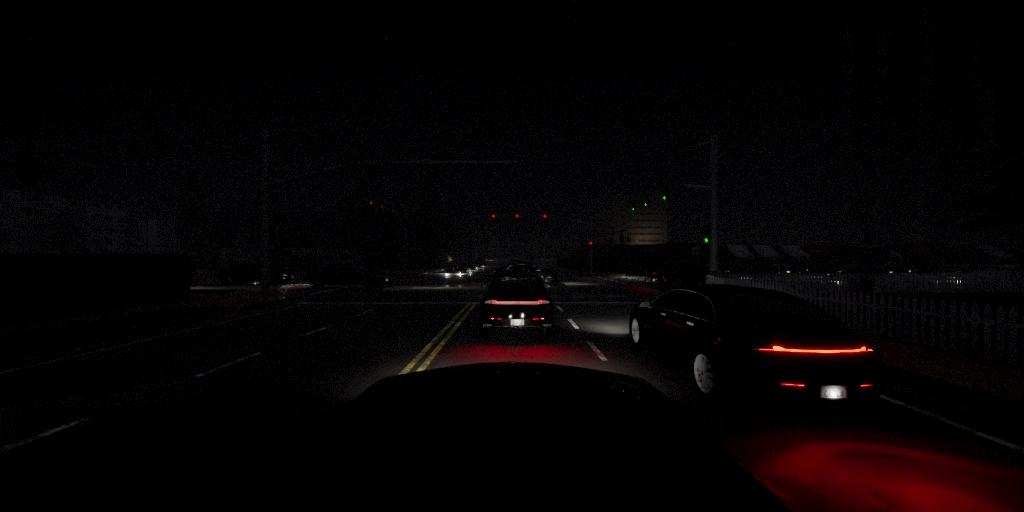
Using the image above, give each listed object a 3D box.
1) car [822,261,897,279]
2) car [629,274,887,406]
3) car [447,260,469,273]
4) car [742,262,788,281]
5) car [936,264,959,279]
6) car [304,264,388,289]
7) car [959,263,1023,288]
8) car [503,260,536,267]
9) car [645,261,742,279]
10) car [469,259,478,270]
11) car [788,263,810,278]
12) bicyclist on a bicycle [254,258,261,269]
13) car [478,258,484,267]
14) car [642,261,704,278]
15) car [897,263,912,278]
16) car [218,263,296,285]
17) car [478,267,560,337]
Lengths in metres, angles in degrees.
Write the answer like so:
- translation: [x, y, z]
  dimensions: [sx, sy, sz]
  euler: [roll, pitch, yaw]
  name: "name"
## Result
- translation: [28.890, 1.276, 30.144]
  dimensions: [4.674, 1.442, 1.812]
  euler: [0, 0, -1]
  name: "car"
- translation: [3.589, 1.255, 6.383]
  dimensions: [1.837, 1.490, 4.892]
  euler: [0, 0, 1]
  name: "car"
- translation: [-6.823, 1.255, 44.317]
  dimensions: [1.837, 1.490, 4.892]
  euler: [0, 0, 0]
  name: "car"
- translation: [19.629, 1.241, 29.981]
  dimensions: [4.902, 1.511, 2.128]
  euler: [0, 0, -1]
  name: "car"
- translation: [38.889, 1.276, 30.322]
  dimensions: [4.674, 1.442, 1.812]
  euler: [0, 0, -1]
  name: "car"
- translation: [-10.331, 1.242, 22.499]
  dimensions: [4.902, 1.511, 2.128]
  euler: [0, 0, -2]
  name: "car"
- translation: [32.270, 1.275, 23.015]
  dimensions: [4.674, 1.442, 1.812]
  euler: [0, 0, -1]
  name: "car"
- translation: [1.050, 1.255, 26.053]
  dimensions: [4.892, 1.490, 1.837]
  euler: [0, 0, 0]
  name: "car"
- translation: [11.369, 1.255, 22.647]
  dimensions: [4.892, 1.490, 1.837]
  euler: [0, 0, -1]
  name: "car"
- translation: [-6.751, 1.275, 54.140]
  dimensions: [1.812, 1.442, 4.674]
  euler: [0, 0, 1]
  name: "car"
- translation: [24.675, 1.297, 33.576]
  dimensions: [5.357, 1.411, 2.033]
  euler: [0, 0, -1]
  name: "car"
- translation: [-26.157, 1.051, 36.812]
  dimensions: [0.582, 1.620, 1.656]
  euler: [0, 0, -3]
  name: "bicyclist on a bicycle"
- translation: [-6.643, 1.314, 64.183]
  dimensions: [1.994, 1.385, 4.181]
  euler: [0, 0, 1]
  name: "car"
- translation: [14.936, 1.255, 33.460]
  dimensions: [4.892, 1.490, 1.837]
  euler: [0, 0, 1]
  name: "car"
- translation: [34.499, 1.241, 33.751]
  dimensions: [4.902, 1.511, 2.128]
  euler: [0, 0, -1]
  name: "car"
- translation: [-18.217, 1.255, 25.741]
  dimensions: [4.892, 1.490, 1.837]
  euler: [0, 0, -2]
  name: "car"
- translation: [0.134, 1.241, 10.289]
  dimensions: [2.128, 1.511, 4.902]
  euler: [0, 0, 0]
  name: "car"
